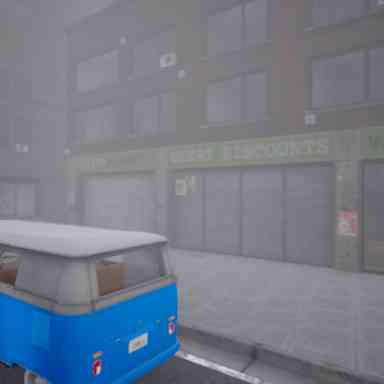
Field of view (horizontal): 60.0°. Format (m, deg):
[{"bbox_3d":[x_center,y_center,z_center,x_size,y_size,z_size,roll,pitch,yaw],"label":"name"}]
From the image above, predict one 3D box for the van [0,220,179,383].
[{"bbox_3d":[-2.066,1.339,4.561,3.998,1.788,1.690,0,0,36],"label":"van"}]
